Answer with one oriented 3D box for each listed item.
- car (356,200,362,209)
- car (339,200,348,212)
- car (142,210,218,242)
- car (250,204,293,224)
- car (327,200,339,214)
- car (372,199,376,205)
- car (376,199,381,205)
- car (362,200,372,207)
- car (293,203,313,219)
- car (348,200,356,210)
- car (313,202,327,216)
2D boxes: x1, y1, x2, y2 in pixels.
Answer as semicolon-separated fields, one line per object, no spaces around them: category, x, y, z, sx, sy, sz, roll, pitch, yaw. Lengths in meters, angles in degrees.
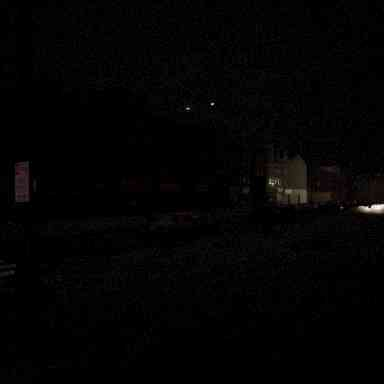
car;25.493;2.011;53.486;2.008;1.369;4.403;-1;-1;35
car;18.992;1.782;44.304;1.967;1.590;4.097;-1;-1;35
car;-0.407;1.597;16.889;1.752;1.417;4.829;-1;-1;35
car;5.995;1.713;25.934;1.947;1.339;4.313;-1;-1;35
car;15.744;1.832;39.710;1.887;1.381;4.507;-1;-1;35
car;35.242;2.209;67.262;1.887;1.381;4.507;-1;-2;35
car;44.990;2.458;81.036;2.008;1.369;4.403;-2;-2;35
car;31.993;2.144;62.671;2.008;1.369;4.403;-1;-1;35
car;9.244;1.741;30.526;2.008;1.369;4.403;-1;-1;35
car;22.243;1.950;48.895;2.008;1.369;4.403;-1;-1;35
car;12.494;1.819;35.118;1.802;1.307;4.206;-1;-1;35
